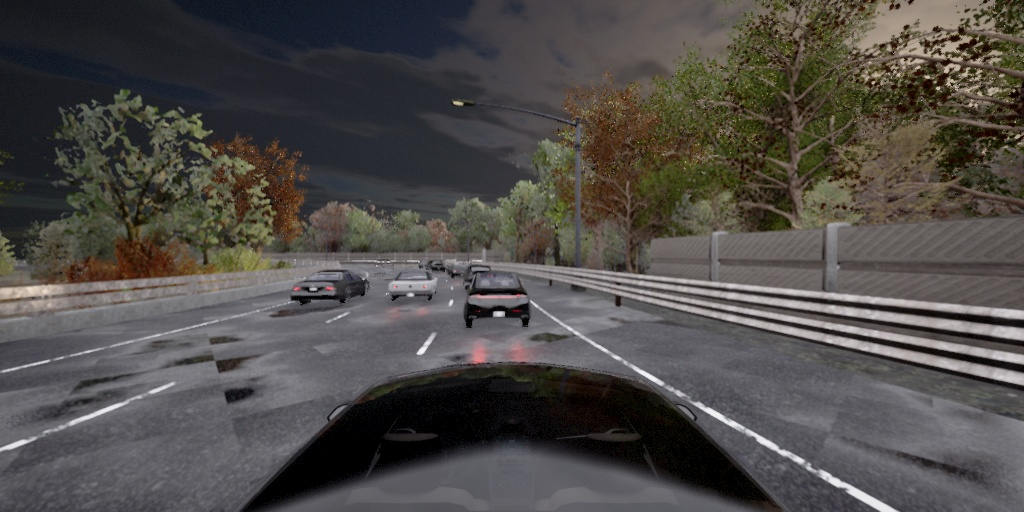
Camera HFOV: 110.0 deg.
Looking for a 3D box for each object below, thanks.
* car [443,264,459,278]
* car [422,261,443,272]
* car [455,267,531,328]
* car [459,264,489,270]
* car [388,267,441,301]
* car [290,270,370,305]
[{"bbox_3d":[-5.273,1.449,35.024,1.895,1.301,4.718,0,0,-17],"label":"car"},{"bbox_3d":[-10.510,1.395,48.771,1.837,1.490,4.892,0,0,-24],"label":"car"},{"bbox_3d":[-0.546,1.271,11.571,2.128,1.511,4.902,0,0,-5],"label":"car"},{"bbox_3d":[-2.170,1.318,22.946,1.837,1.490,4.892,0,0,-10],"label":"car"},{"bbox_3d":[-4.780,1.399,17.893,1.895,1.301,4.718,0,0,-9],"label":"car"},{"bbox_3d":[-8.045,1.341,16.357,2.033,1.411,5.357,0,0,-8],"label":"car"}]
